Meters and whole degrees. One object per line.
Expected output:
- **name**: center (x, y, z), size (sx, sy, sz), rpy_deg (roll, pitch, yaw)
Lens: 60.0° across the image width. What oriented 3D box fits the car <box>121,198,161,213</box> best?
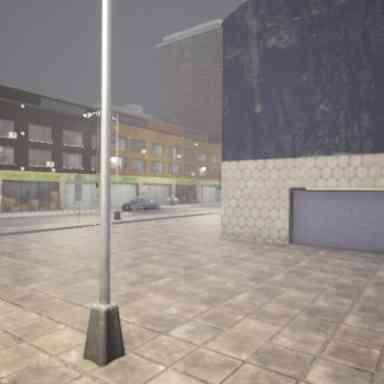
- **car**: center (-5.027, 1.311, 33.168), size (1.994, 1.385, 4.181), rpy_deg (1, 1, 36)
